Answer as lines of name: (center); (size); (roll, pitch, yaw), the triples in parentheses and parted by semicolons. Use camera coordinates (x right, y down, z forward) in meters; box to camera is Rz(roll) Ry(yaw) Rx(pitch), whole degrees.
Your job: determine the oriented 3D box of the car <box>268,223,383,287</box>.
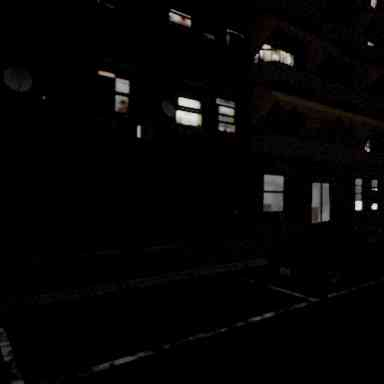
car: (4.068, 1.587, 9.449); (4.313, 1.339, 1.947); (0, 1, -35)
